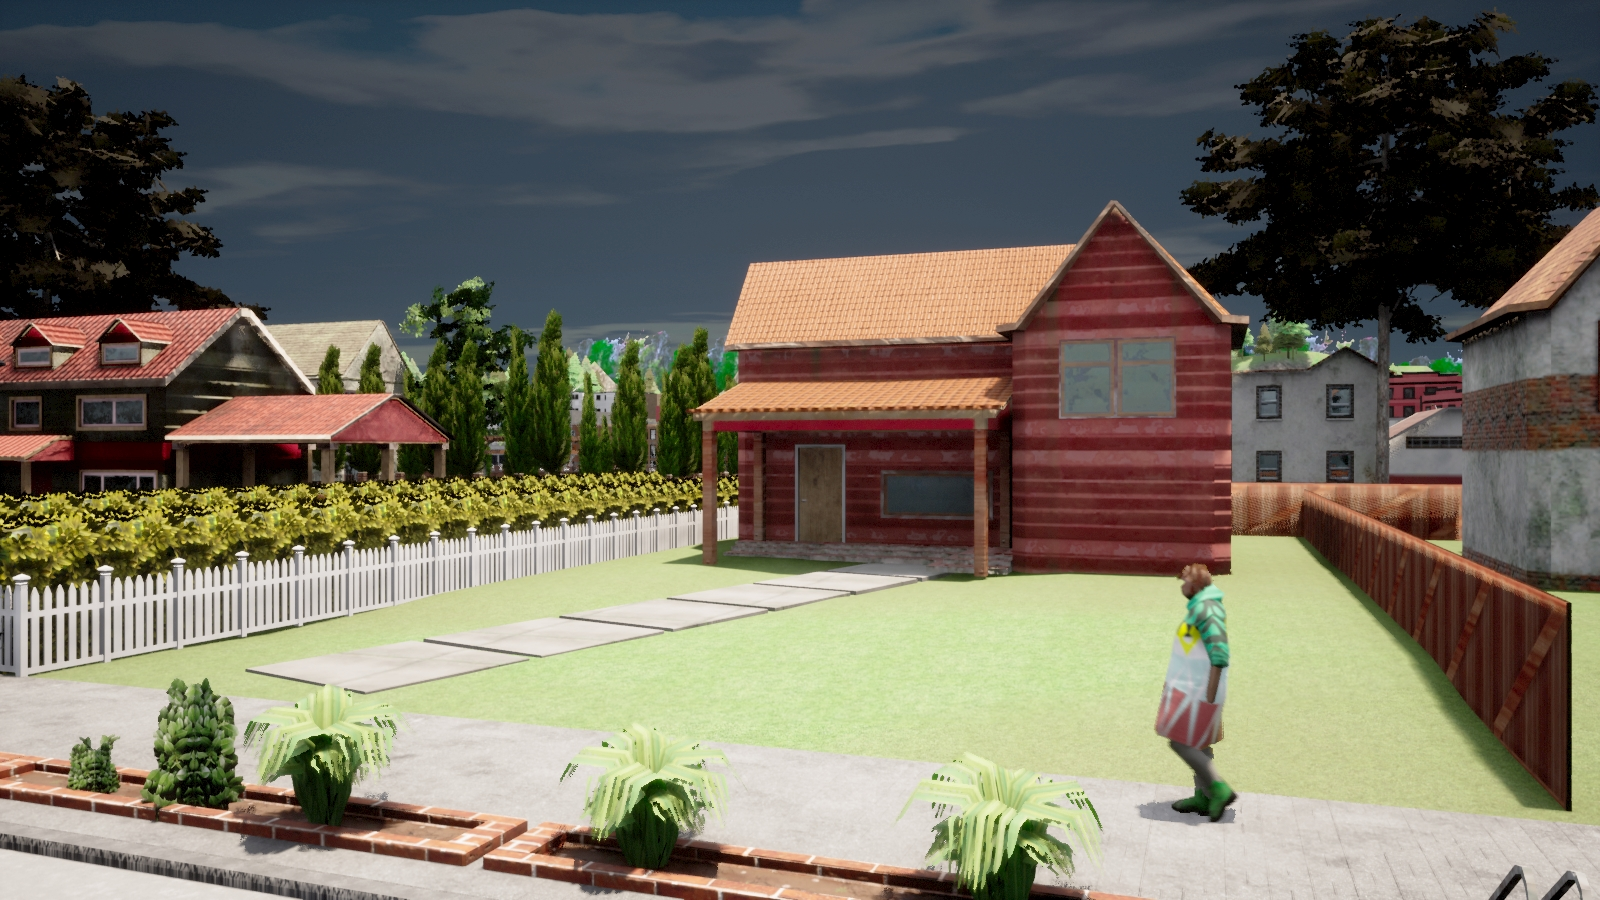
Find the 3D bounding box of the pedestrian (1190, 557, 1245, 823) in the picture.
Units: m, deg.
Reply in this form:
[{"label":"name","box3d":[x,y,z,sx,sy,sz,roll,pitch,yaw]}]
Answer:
[{"label":"pedestrian","box3d":[3.073,1.744,8.422,0.375,1.860,0.375,0,0,19]}]
